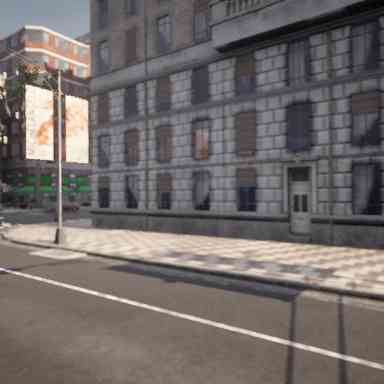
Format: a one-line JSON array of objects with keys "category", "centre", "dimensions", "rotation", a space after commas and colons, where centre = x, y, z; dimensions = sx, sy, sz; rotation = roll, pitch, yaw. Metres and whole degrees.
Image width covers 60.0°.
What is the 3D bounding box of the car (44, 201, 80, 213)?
[{"category": "car", "centre": [-17.010, 1.955, 43.603], "dimensions": [1.812, 1.442, 4.674], "rotation": [-1, 0, 36]}]
